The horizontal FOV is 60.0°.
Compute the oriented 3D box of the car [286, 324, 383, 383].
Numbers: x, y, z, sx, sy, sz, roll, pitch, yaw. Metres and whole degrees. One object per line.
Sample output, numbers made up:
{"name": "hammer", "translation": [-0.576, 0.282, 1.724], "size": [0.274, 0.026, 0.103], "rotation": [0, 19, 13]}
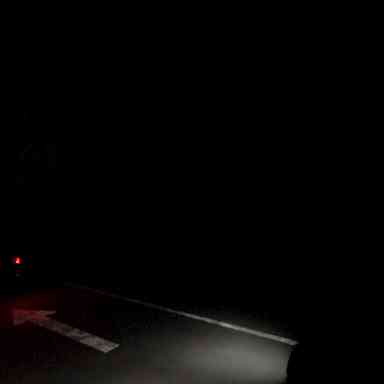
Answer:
{"name": "car", "translation": [2.882, 1.522, 1.865], "size": [4.674, 1.442, 1.812], "rotation": [0, 0, 36]}

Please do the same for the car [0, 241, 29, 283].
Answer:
{"name": "car", "translation": [-6.244, 1.626, 8.447], "size": [4.718, 1.301, 1.895], "rotation": [0, 0, 35]}
